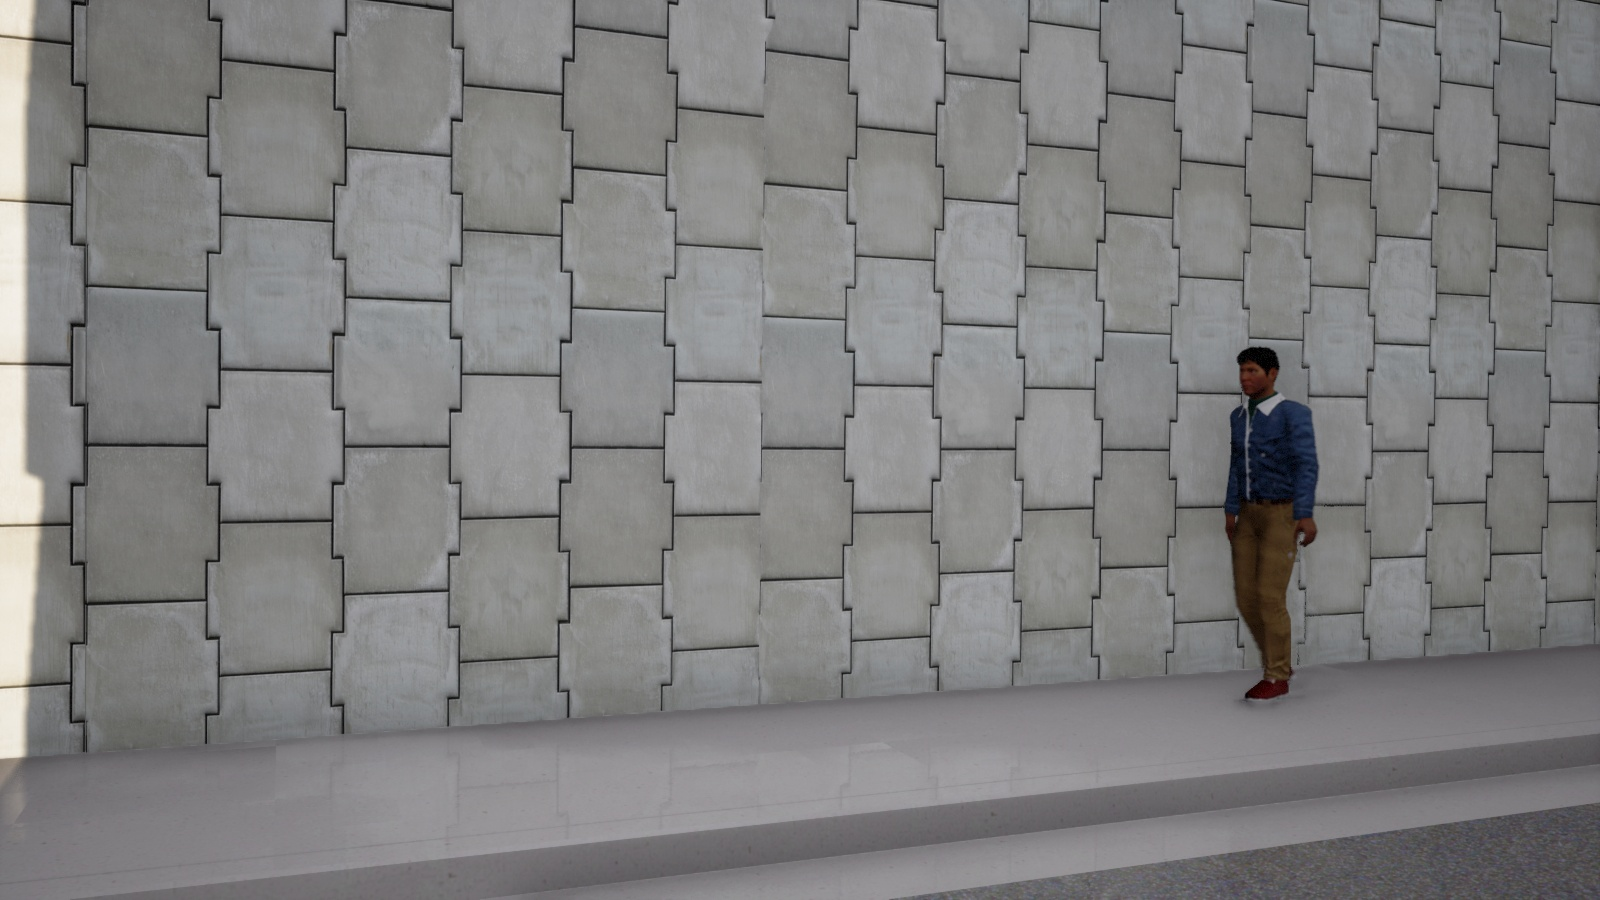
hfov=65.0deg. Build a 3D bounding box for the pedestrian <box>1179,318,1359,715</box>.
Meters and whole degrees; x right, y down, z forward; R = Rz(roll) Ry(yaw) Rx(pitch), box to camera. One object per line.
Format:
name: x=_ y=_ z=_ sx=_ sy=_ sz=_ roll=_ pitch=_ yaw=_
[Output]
pedestrian: x=2.424 y=0.321 z=6.502 sx=0.788 sy=1.949 sz=0.423 roll=-1 pitch=1 yaw=-22
